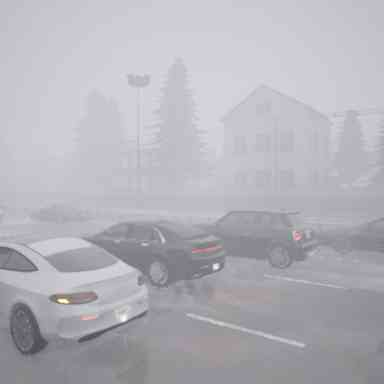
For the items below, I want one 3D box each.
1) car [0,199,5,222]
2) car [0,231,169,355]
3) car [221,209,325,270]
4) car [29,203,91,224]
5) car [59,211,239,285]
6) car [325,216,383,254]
[{"bbox_3d":[-15.538,1.164,23.683,5.566,2.045,2.150,0,0,36],"label":"car"},{"bbox_3d":[-2.839,1.513,6.019,4.674,1.442,1.812,0,0,36],"label":"car"},{"bbox_3d":[1.800,1.341,11.308,4.553,1.767,2.097,0,0,36],"label":"car"},{"bbox_3d":[-9.282,1.500,23.517,5.357,1.411,2.033,0,0,36],"label":"car"},{"bbox_3d":[-1.391,1.492,9.287,4.892,1.490,1.837,1,0,36],"label":"car"},{"bbox_3d":[7.261,1.547,11.711,5.357,1.411,2.033,0,0,36],"label":"car"}]
